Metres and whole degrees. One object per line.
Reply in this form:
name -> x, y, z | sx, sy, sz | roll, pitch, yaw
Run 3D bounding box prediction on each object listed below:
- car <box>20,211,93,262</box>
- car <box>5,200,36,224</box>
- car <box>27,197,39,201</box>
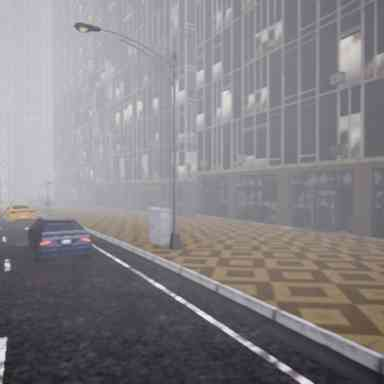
car -> -5.244, 1.655, 12.817 | 2.033, 1.411, 5.357 | 0, 0, -29
car -> -14.163, 1.725, 27.344 | 1.882, 1.535, 5.008 | -1, 0, -33
car -> -37.306, 2.158, 80.636 | 5.009, 1.841, 2.192 | 0, 0, -36
